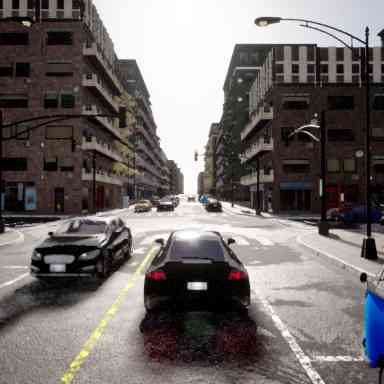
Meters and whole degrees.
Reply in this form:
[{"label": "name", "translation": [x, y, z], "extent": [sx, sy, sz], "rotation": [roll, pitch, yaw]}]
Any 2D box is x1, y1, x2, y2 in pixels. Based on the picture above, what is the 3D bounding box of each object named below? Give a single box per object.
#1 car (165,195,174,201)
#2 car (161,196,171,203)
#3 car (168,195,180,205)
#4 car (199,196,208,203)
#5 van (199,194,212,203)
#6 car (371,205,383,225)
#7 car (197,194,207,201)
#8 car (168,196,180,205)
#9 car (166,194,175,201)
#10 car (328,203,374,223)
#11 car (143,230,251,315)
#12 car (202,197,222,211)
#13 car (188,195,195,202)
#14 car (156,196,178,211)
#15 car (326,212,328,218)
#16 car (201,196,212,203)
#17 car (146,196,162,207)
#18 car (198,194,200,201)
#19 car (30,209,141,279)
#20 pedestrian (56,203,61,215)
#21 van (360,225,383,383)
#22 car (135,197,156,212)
[{"label": "car", "translation": [-5.821, 1.590, 85.134], "extent": [2.008, 1.369, 4.403], "rotation": [1, 0, 0]}, {"label": "car", "translation": [-5.801, 1.577, 73.849], "extent": [1.887, 1.381, 4.507], "rotation": [1, 0, 0]}, {"label": "car", "translation": [-3.180, 1.497, 49.704], "extent": [1.882, 1.535, 5.008], "rotation": [0, 0, 0]}, {"label": "car", "translation": [2.578, 1.614, 73.863], "extent": [1.802, 1.307, 4.206], "rotation": [1, 0, 0]}, {"label": "van", "translation": [2.610, 1.364, 56.935], "extent": [1.690, 1.788, 3.998], "rotation": [1, 0, 0]}, {"label": "car", "translation": [13.505, 1.583, 19.829], "extent": [4.313, 1.339, 1.947], "rotation": [0, -1, 1]}, {"label": "car", "translation": [2.563, 1.355, 85.148], "extent": [2.192, 1.841, 5.009], "rotation": [1, 0, 0]}, {"label": "car", "translation": [-3.171, 1.502, 60.081], "extent": [1.882, 1.535, 5.008], "rotation": [0, 0, 0]}, {"label": "car", "translation": [-5.828, 1.483, 90.777], "extent": [1.967, 1.590, 4.097], "rotation": [1, 0, 0]}, {"label": "car", "translation": [13.771, 1.670, 25.610], "extent": [5.357, 1.411, 2.033], "rotation": [0, -1, 0]}, {"label": "car", "translation": [0.087, 1.566, 7.663], "extent": [1.994, 1.385, 4.181], "rotation": [0, 0, 0]}, {"label": "car", "translation": [2.635, 1.581, 40.007], "extent": [1.947, 1.339, 4.313], "rotation": [1, 0, 0]}, {"label": "car", "translation": [-0.136, 1.562, 80.538], "extent": [2.128, 1.511, 4.902], "rotation": [0, 0, 0]}, {"label": "car", "translation": [-3.168, 1.579, 40.987], "extent": [1.994, 1.385, 4.181], "rotation": [0, 0, 0]}, {"label": "car", "translation": [13.594, 1.609, 28.211], "extent": [4.097, 1.590, 1.967], "rotation": [0, -1, 1]}, {"label": "car", "translation": [2.626, 1.569, 45.650], "extent": [2.008, 1.369, 4.403], "rotation": [1, 0, 0]}, {"label": "car", "translation": [-5.762, 1.461, 51.278], "extent": [1.967, 1.590, 4.097], "rotation": [1, 0, 0]}, {"label": "car", "translation": [2.588, 1.555, 68.390], "extent": [1.752, 1.417, 4.829], "rotation": [1, 0, 0]}, {"label": "car", "translation": [-3.063, 1.495, 10.142], "extent": [2.128, 1.511, 4.902], "rotation": [0, 0, 1]}, {"label": "pedestrian", "translation": [-12.592, 1.598, 31.416], "extent": [0.500, 1.100, 0.500], "rotation": [0, -1, 1]}, {"label": "van", "translation": [2.670, 1.342, 2.061], "extent": [1.690, 1.788, 3.998], "rotation": [1, 0, 0]}, {"label": "car", "translation": [-5.743, 1.541, 39.823], "extent": [1.752, 1.417, 4.829], "rotation": [1, 0, 0]}]
